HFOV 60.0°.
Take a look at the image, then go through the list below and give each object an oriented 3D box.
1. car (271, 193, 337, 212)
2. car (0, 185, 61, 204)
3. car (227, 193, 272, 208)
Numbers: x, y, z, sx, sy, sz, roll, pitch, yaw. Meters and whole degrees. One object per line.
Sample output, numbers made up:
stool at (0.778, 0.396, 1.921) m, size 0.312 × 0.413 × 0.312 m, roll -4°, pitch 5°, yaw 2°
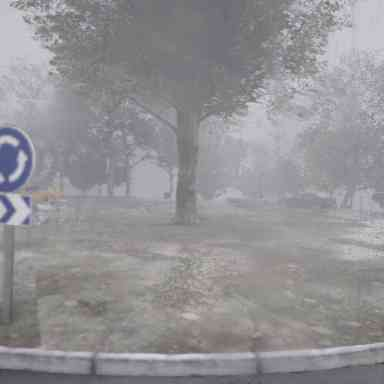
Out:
car at (9.772, 0.788, 28.569) m, size 1.882 × 1.535 × 5.008 m, roll 1°, pitch 2°, yaw -44°
car at (-13.169, 0.154, 26.704) m, size 1.882 × 1.535 × 5.008 m, roll 3°, pitch 2°, yaw 43°
car at (5.684, 0.718, 31.174) m, size 4.718 × 1.301 × 1.895 m, roll 2°, pitch 2°, yaw 24°
